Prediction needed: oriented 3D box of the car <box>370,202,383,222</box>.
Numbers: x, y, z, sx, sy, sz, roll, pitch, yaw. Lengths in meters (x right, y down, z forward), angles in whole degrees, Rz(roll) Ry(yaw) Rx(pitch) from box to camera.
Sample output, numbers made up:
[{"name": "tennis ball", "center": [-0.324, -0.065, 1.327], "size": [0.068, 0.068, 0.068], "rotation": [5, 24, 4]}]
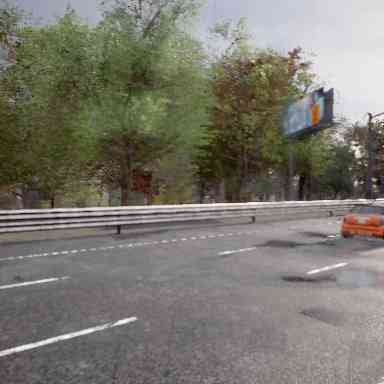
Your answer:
[{"name": "car", "center": [15.417, 1.488, 25.139], "size": [4.181, 1.385, 1.994], "rotation": [0, 0, -38]}]

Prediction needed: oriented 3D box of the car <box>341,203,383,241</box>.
[{"name": "car", "center": [9.061, 1.301, 15.735], "size": [4.553, 1.767, 2.097], "rotation": [0, 0, -38]}]
